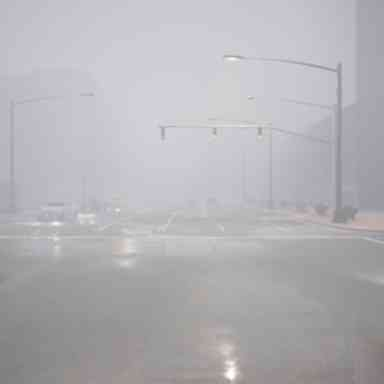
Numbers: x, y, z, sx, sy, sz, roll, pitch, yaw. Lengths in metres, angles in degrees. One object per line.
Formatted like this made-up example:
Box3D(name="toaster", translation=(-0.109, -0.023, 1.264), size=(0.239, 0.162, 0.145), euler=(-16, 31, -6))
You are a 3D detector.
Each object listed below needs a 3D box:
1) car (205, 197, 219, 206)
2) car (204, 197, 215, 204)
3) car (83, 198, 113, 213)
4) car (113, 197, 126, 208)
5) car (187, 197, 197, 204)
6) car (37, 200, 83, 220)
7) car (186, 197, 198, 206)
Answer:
Box3D(name="car", translation=(3.497, 1.601, 56.704), size=(1.994, 1.385, 4.181), euler=(0, 0, 0))
Box3D(name="car", translation=(3.496, 1.645, 66.657), size=(2.033, 1.411, 5.357), euler=(0, 0, 0))
Box3D(name="car", translation=(-10.562, 1.411, 36.313), size=(2.128, 1.511, 4.902), euler=(0, 0, 0))
Box3D(name="car", translation=(-10.526, 1.457, 46.466), size=(1.882, 1.535, 5.008), euler=(0, 0, 0))
Box3D(name="car", translation=(-0.004, 1.695, 65.855), size=(1.895, 1.301, 4.718), euler=(0, 0, 0))
Box3D(name="car", translation=(-10.570, 1.410, 26.534), size=(1.812, 1.442, 4.674), euler=(0, 0, 0))
Box3D(name="car", translation=(-0.004, 1.508, 55.408), size=(1.882, 1.535, 5.008), euler=(0, 0, 0))
